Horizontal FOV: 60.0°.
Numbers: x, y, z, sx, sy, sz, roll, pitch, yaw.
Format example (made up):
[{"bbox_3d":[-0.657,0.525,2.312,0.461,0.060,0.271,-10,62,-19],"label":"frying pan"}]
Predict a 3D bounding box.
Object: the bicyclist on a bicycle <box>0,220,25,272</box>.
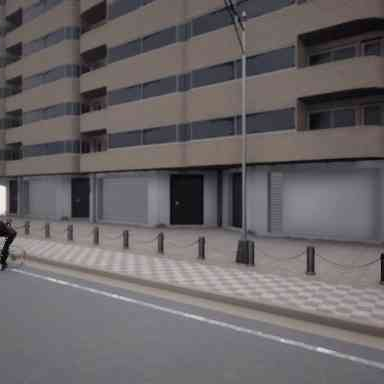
[{"bbox_3d":[-5.418,1.418,9.213,0.582,1.620,1.656,0,0,35],"label":"bicyclist on a bicycle"}]
